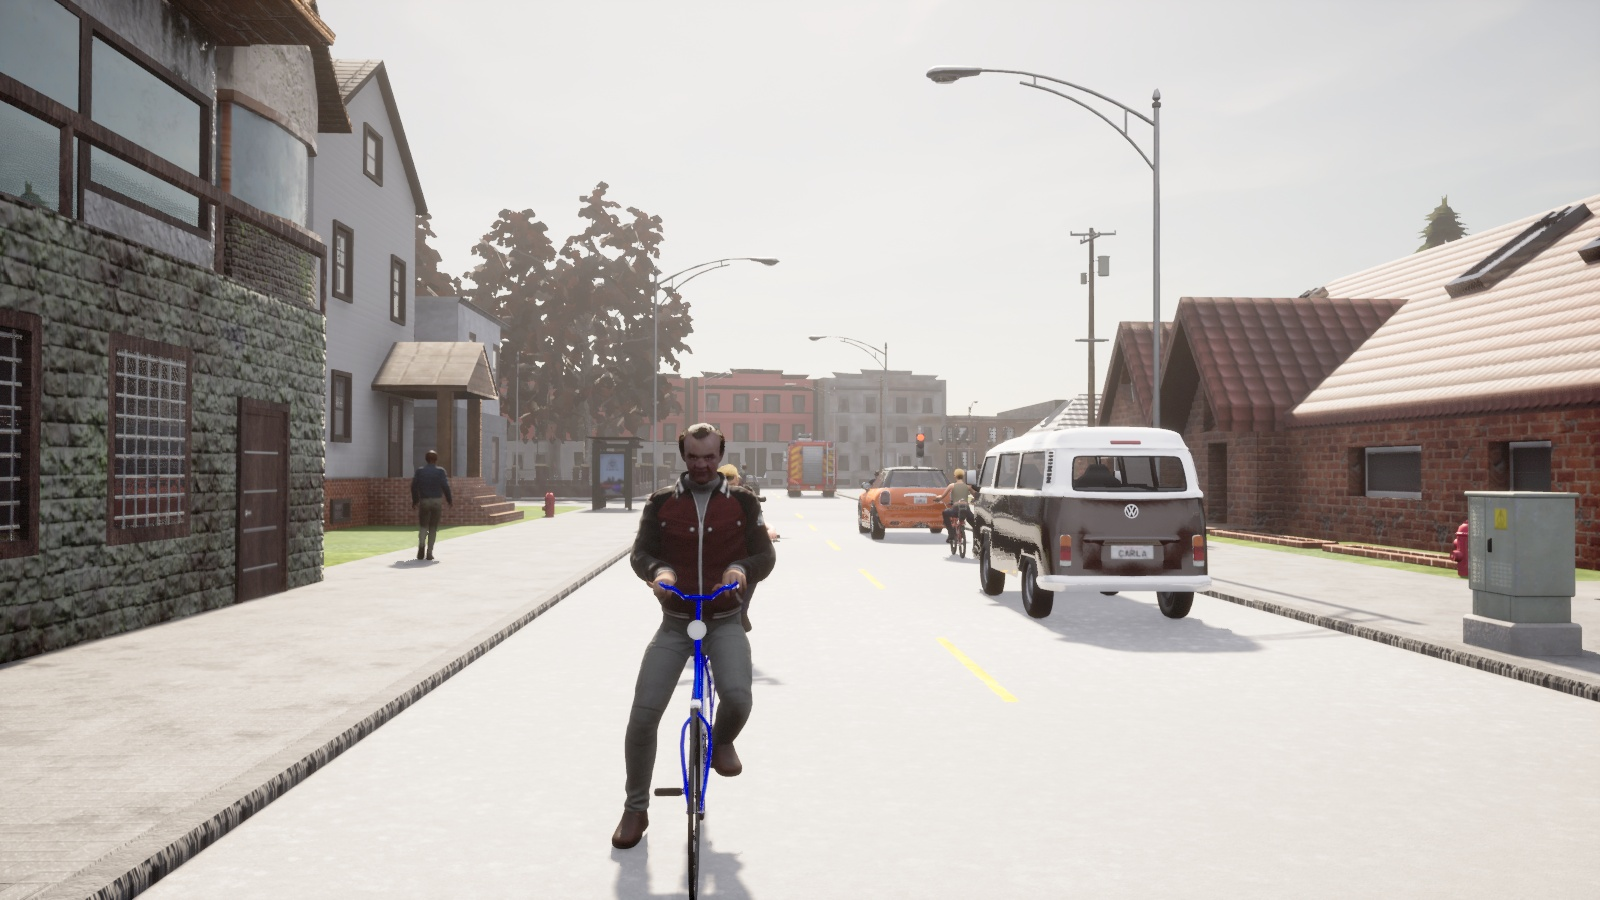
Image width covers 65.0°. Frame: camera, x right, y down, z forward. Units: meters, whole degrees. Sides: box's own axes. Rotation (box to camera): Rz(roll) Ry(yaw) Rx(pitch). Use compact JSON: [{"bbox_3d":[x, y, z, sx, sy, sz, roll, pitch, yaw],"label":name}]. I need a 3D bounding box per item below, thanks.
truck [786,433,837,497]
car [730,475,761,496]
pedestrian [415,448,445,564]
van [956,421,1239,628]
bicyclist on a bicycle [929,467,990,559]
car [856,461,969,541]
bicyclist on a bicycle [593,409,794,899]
[{"bbox_3d":[0.627,0.970,78.979,2.891,3.827,8.468,0,-1,-2],"label":"truck"},{"bbox_3d":[-3.554,2.286,80.992,1.895,1.301,4.718,0,-1,-4],"label":"car"},{"bbox_3d":[-5.972,0.888,20.281,0.370,1.835,0.726,0,-1,-9],"label":"pedestrian"},{"bbox_3d":[3.239,0.772,14.712,2.069,2.038,4.480,0,-1,-2],"label":"van"},{"bbox_3d":[2.899,1.124,22.953,0.866,1.612,1.509,0,-1,-2],"label":"bicyclist on a bicycle"},{"bbox_3d":[2.603,1.169,30.248,2.097,1.767,4.553,0,-1,-3],"label":"car"},{"bbox_3d":[-0.398,0.772,5.058,0.659,1.776,1.843,0,-1,-3],"label":"bicyclist on a bicycle"}]
